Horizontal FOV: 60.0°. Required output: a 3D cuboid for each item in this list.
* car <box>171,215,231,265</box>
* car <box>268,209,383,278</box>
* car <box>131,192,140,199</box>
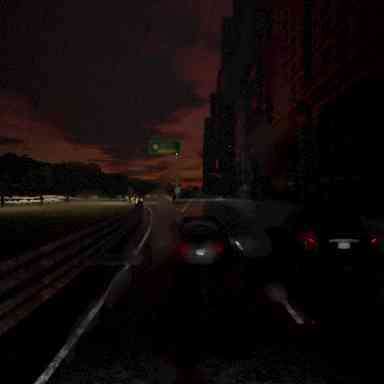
[{"bbox_3d":[0.295,1.522,11.609,1.812,1.442,4.674,0,0,1],"label":"car"},{"bbox_3d":[3.774,1.340,10.301,2.097,1.767,4.553,0,0,1],"label":"car"},{"bbox_3d":[-14.903,0.999,86.741,2.150,2.045,5.566,0,0,-15],"label":"car"}]
